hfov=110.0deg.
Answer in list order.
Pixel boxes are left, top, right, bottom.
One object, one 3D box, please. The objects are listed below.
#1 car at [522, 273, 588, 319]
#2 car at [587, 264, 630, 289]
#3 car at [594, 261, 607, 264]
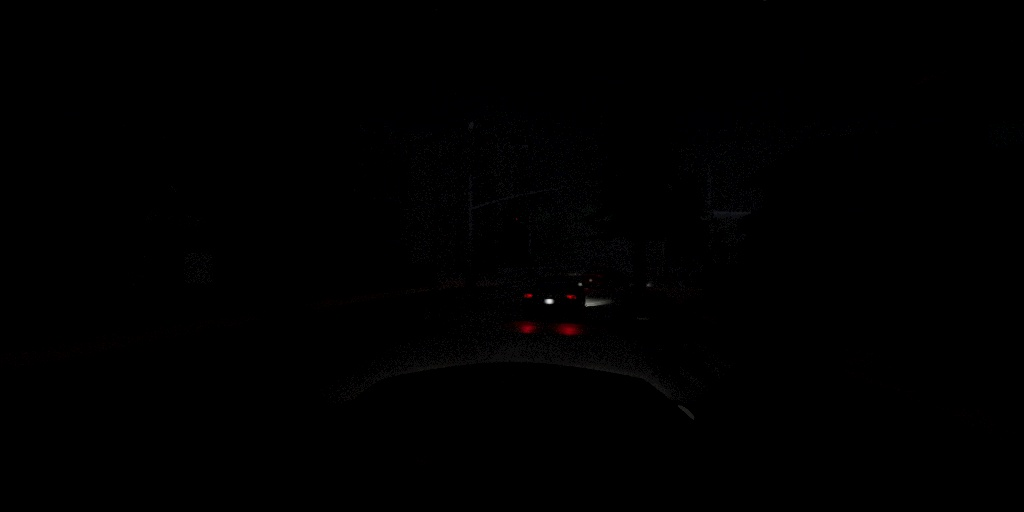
[{"bbox_3d":[1.704,1.480,13.715,1.994,1.385,4.181,0,-1,14],"label":"car"},{"bbox_3d":[7.141,1.592,27.058,1.882,1.535,5.008,-1,-2,41],"label":"car"},{"bbox_3d":[14.526,1.813,59.222,2.150,2.045,5.566,0,-1,22],"label":"car"}]
